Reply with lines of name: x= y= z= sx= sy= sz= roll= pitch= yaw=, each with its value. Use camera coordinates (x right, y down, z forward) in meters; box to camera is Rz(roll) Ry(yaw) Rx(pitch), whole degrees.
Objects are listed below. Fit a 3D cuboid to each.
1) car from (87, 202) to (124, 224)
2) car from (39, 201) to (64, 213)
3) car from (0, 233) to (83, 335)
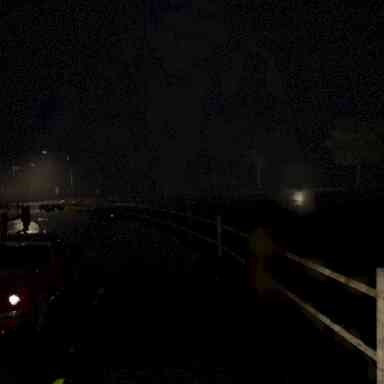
car: x=-6.565 y=1.457 z=24.916 sx=1.882 sy=1.535 sz=5.008 roll=-1 pitch=0 yaw=-27
car: x=-16.828 y=1.738 z=39.621 sx=1.895 sy=1.301 sz=4.718 roll=-2 pitch=0 yaw=-37
car: x=-3.531 y=1.595 z=6.677 sx=1.895 sy=1.301 sz=4.718 roll=0 pitch=0 yaw=-9
